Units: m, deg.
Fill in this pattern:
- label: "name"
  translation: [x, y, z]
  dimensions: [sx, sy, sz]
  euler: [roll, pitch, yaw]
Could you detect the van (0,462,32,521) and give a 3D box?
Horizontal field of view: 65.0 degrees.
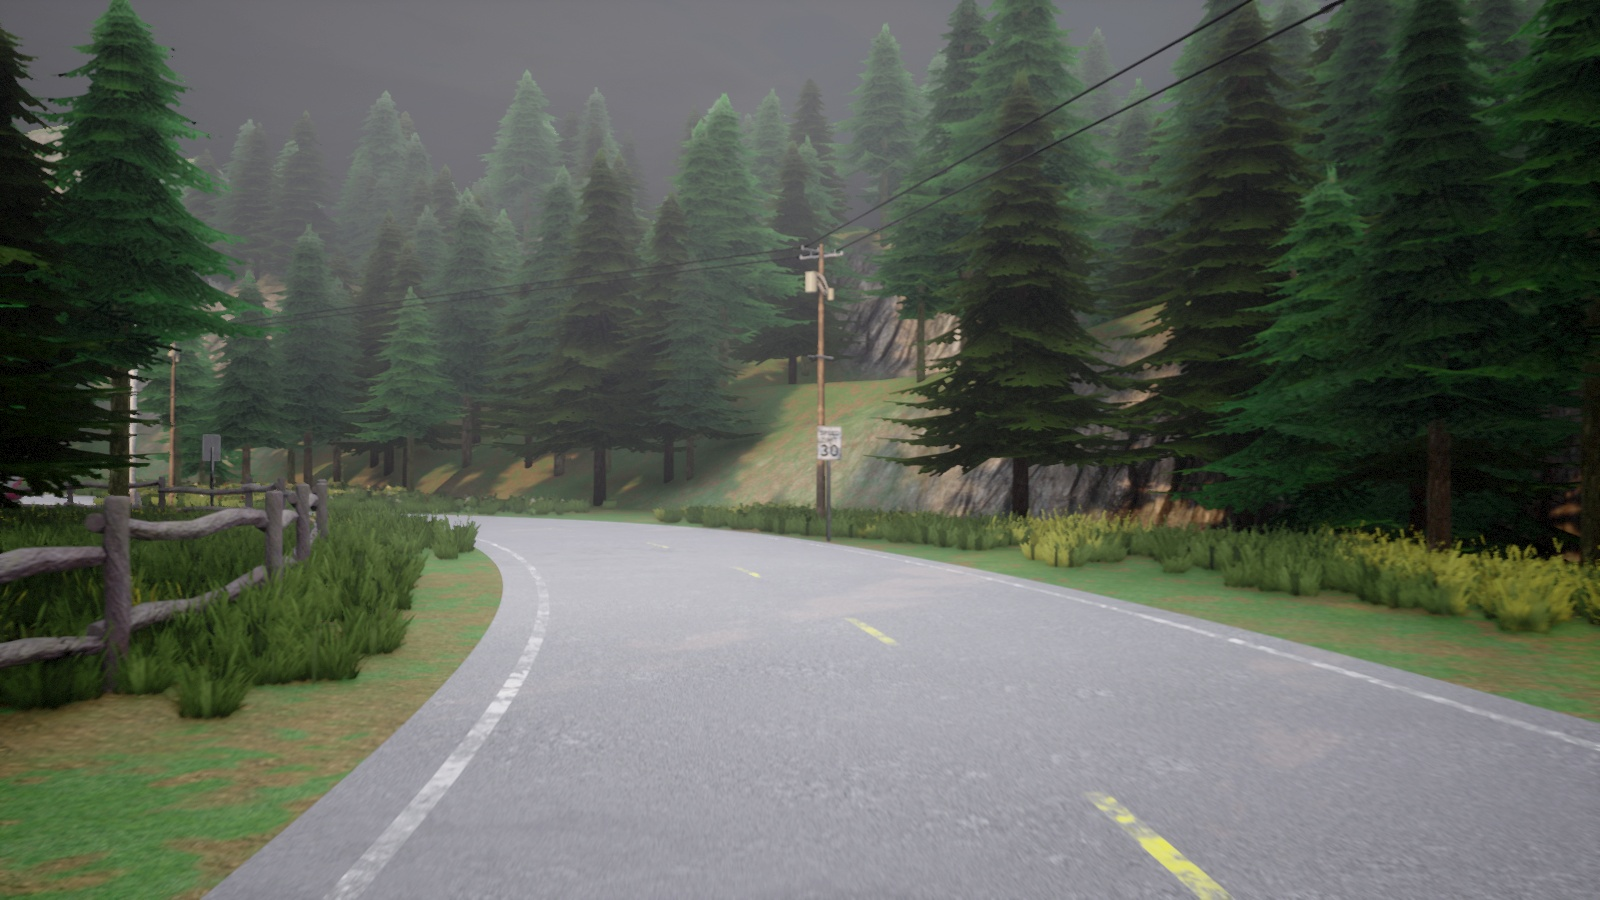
- label: "van"
  translation: [-28.646, 1.408, 43.045]
  dimensions: [4.442, 1.987, 1.775]
  euler: [-1, -1, 25]
